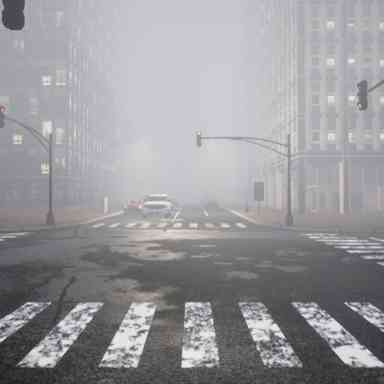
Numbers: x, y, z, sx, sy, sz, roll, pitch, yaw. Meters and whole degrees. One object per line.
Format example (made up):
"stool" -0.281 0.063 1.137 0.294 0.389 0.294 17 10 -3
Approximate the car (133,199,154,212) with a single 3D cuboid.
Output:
"car" -5.672 1.597 39.323 1.802 1.307 4.206 1 0 0

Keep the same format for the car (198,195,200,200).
"car" 2.711 1.589 61.692 1.947 1.339 4.313 1 0 0

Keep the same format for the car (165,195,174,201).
"car" -5.666 1.578 83.924 1.887 1.381 4.507 1 0 0

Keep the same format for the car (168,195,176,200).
"car" -5.665 1.604 95.075 1.947 1.339 4.313 1 0 0

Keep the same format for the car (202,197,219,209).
"car" 2.708 1.599 44.959 1.802 1.307 4.206 1 0 0

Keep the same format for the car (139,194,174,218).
"car" -3.094 1.233 30.313 2.150 2.045 5.566 0 0 0

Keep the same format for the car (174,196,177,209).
"car" -3.093 1.541 40.235 1.812 1.442 4.674 0 0 0

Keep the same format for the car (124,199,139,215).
"car" -5.670 1.453 33.748 1.967 1.590 4.097 1 0 0

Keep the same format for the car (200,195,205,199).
"car" 2.712 1.547 56.285 1.752 1.417 4.829 1 0 0

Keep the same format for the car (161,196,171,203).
"car" -5.667 1.573 72.774 1.887 1.381 4.507 1 0 0

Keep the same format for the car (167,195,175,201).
"car" -5.665 1.586 89.500 2.008 1.369 4.403 1 0 0

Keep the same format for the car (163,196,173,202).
"car" -5.666 1.581 78.349 2.008 1.369 4.403 1 0 0

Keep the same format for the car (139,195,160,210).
"car" -5.666 1.332 44.898 2.192 1.841 5.009 1 0 0
